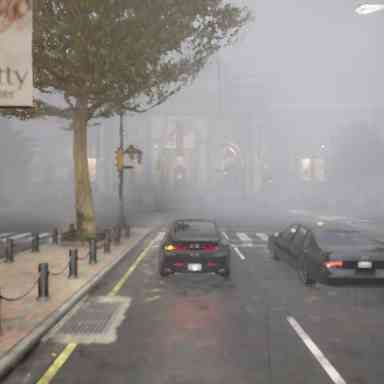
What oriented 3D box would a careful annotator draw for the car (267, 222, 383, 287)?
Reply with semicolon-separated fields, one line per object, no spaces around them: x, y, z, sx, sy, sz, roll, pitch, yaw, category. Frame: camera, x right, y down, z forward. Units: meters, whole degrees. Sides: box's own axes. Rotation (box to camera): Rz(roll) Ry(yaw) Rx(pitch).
3.570;1.548;9.385;2.033;1.411;5.357;0;0;0;car

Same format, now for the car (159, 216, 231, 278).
0.072;1.506;10.160;1.837;1.490;4.892;0;0;0;car
